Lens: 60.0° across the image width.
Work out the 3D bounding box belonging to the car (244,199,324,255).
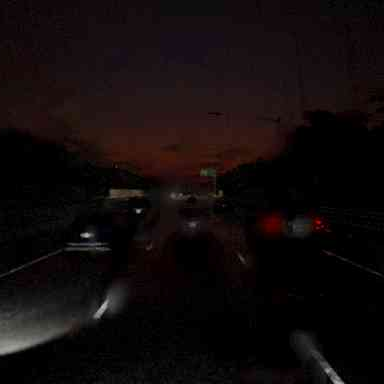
[{"bbox_3d":[3.596,1.317,13.942,2.150,2.045,5.566,0,0,0],"label":"car"}]

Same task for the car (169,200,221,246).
[{"bbox_3d":[0.053,1.458,16.046,2.097,1.767,4.553,0,0,0],"label":"car"}]

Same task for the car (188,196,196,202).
[{"bbox_3d":[-0.022,1.917,91.022,2.128,1.511,4.902,0,0,0],"label":"car"}]

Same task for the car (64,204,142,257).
[{"bbox_3d":[-3.504,1.522,13.367,2.033,1.649,4.856,0,0,0],"label":"car"}]

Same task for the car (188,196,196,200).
[{"bbox_3d":[-0.019,1.873,75.466,1.837,1.490,4.892,0,0,0],"label":"car"}]

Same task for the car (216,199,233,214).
[{"bbox_3d":[3.589,1.589,39.523,2.097,1.767,4.553,0,0,0],"label":"car"}]

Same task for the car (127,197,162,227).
[{"bbox_3d":[-3.507,1.378,24.399,2.150,2.045,5.566,0,0,0],"label":"car"}]
